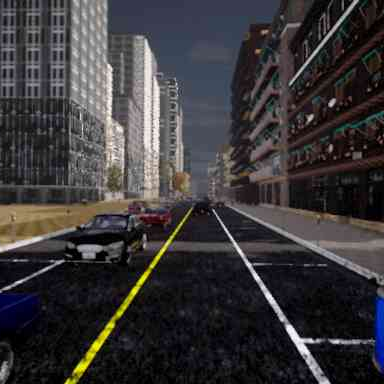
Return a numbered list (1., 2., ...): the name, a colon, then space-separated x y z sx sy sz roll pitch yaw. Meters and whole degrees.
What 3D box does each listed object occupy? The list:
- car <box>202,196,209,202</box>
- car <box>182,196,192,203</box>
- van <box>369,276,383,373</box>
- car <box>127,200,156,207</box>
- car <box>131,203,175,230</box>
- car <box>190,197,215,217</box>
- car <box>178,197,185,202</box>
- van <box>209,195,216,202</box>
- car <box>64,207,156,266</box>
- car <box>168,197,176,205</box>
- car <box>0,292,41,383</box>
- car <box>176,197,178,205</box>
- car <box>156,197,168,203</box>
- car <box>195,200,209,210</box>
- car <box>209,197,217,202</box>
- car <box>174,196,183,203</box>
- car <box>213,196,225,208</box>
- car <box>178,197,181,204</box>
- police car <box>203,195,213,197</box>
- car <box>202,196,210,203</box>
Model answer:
1. car: 3.634 1.858 88.624 1.882 1.535 5.008 0 0 2
2. car: -0.679 1.734 75.470 1.812 1.442 4.674 0 0 2
3. van: 2.715 1.371 2.018 1.690 1.788 3.998 1 0 2
4. car: -4.797 1.501 29.929 1.967 1.590 4.097 1 0 2
5. car: -2.455 1.652 21.723 1.895 1.301 4.718 0 0 2
6. car: 1.057 1.601 33.214 1.882 1.535 5.008 0 0 2
7. car: -2.893 1.916 90.758 1.802 1.307 4.206 0 0 2
8. van: 5.485 1.746 90.496 1.690 1.788 3.998 0 0 2
9. car: -2.778 1.506 11.649 2.128 1.511 4.902 0 0 2
10. car: -4.105 1.703 52.049 2.008 1.369 4.403 1 0 2
11. car: -3.070 1.583 2.363 1.895 1.301 4.718 0 0 2
12. car: -3.931 1.616 57.580 1.967 1.590 4.097 1 0 2
13. car: -4.456 1.630 40.819 1.752 1.417 4.829 1 0 2
14. car: 1.501 1.783 47.553 1.895 1.301 4.718 0 0 2
15. car: 5.309 1.958 84.965 1.802 1.307 4.206 0 0 2
16. car: -3.244 1.802 79.528 1.752 1.417 4.829 1 0 2
17. car: 4.271 1.774 51.786 2.008 1.369 4.403 1 0 2
18. car: -3.759 1.751 63.108 2.008 1.369 4.403 1 0 2
19. police car: 3.047 1.726 72.769 1.930 1.638 5.238 0 0 3
20. car: 3.453 1.806 82.816 1.801 1.575 5.366 0 0 2
